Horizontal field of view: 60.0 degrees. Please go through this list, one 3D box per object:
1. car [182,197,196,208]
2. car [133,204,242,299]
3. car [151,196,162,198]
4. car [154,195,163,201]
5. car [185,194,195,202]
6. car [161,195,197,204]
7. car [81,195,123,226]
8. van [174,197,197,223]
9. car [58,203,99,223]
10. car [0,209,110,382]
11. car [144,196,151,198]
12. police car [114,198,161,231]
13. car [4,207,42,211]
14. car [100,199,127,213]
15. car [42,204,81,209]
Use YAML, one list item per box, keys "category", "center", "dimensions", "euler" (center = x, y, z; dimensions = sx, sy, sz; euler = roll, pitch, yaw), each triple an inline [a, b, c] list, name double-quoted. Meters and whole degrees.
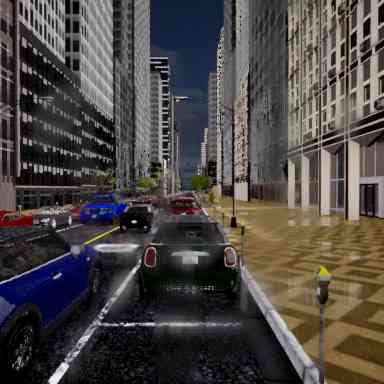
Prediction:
- category: "car"
  center: [-0.463, 1.541, 49.090]
  dimensions: [2.008, 1.369, 4.403]
  euler: [-1, 0, 0]
- category: "car"
  center: [-0.033, 1.351, 8.621]
  dimensions: [2.097, 1.767, 4.553]
  euler: [0, 0, 0]
- category: "car"
  center: [-3.047, 1.497, 35.988]
  dimensions: [1.837, 1.490, 4.892]
  euler: [0, 0, 0]
- category: "car"
  center: [-8.844, 1.545, 88.876]
  dimensions: [1.947, 1.339, 4.313]
  euler: [-1, 0, 0]
- category: "car"
  center: [-0.465, 1.298, 77.509]
  dimensions: [2.192, 1.841, 5.009]
  euler: [-1, 0, 0]
- category: "car"
  center: [-0.465, 1.311, 20.672]
  dimensions: [2.192, 1.841, 5.009]
  euler: [-1, 0, 0]
- category: "car"
  center: [-6.244, 1.217, 24.016]
  dimensions: [2.150, 2.045, 5.566]
  euler: [0, 0, 0]
- category: "van"
  center: [-0.465, 1.336, 26.356]
  dimensions: [1.690, 1.788, 3.998]
  euler: [-1, 0, 0]
- category: "car"
  center: [-8.843, 1.577, 26.356]
  dimensions: [1.802, 1.307, 4.206]
  euler: [-1, 0, 0]
- category: "car"
  center: [-3.049, 1.352, 5.603]
  dimensions: [2.097, 1.767, 4.553]
  euler: [0, 0, 0]
- category: "car"
  center: [-8.843, 1.570, 60.458]
  dimensions: [1.802, 1.307, 4.206]
  euler: [-1, 0, 0]
- category: "police car"
  center: [-3.147, 1.421, 20.697]
  dimensions: [1.930, 1.638, 5.238]
  euler: [0, 0, 0]
- category: "car"
  center: [-8.843, 1.542, 14.989]
  dimensions: [1.887, 1.381, 4.507]
  euler: [-1, 0, 0]
- category: "car"
  center: [-8.844, 1.544, 37.723]
  dimensions: [2.008, 1.369, 4.403]
  euler: [-1, 0, 0]
- category: "car"
  center: [-8.844, 1.547, 20.672]
  dimensions: [2.008, 1.369, 4.403]
  euler: [-1, 0, 0]
